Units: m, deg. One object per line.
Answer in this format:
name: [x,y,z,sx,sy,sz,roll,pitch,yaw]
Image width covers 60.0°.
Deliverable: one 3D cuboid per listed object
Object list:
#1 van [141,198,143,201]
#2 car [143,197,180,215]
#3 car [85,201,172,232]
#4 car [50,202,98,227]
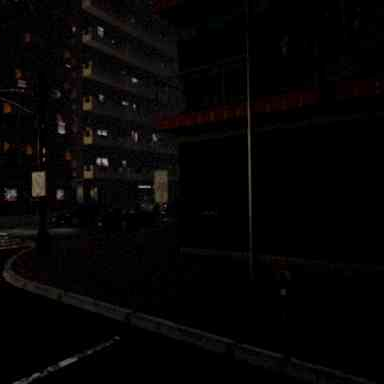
van: [-3.403,1.347,32.588,1.690,1.788,3.998,-1,-1,36]
car: [-1.907,1.310,30.442,2.097,1.767,4.553,-1,-1,36]
car: [-3.488,1.424,18.942,2.008,1.369,4.403,-1,-1,36]
car: [-7.253,1.457,22.987,1.882,1.535,5.008,-1,-1,36]
